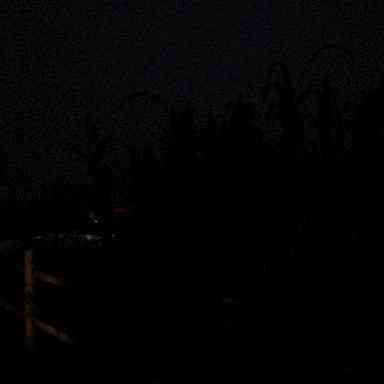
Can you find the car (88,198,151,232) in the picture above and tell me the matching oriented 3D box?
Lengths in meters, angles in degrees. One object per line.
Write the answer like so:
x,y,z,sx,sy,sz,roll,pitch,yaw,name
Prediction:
-4.426,1.477,22.832,2.150,2.045,5.566,1,0,33,car
